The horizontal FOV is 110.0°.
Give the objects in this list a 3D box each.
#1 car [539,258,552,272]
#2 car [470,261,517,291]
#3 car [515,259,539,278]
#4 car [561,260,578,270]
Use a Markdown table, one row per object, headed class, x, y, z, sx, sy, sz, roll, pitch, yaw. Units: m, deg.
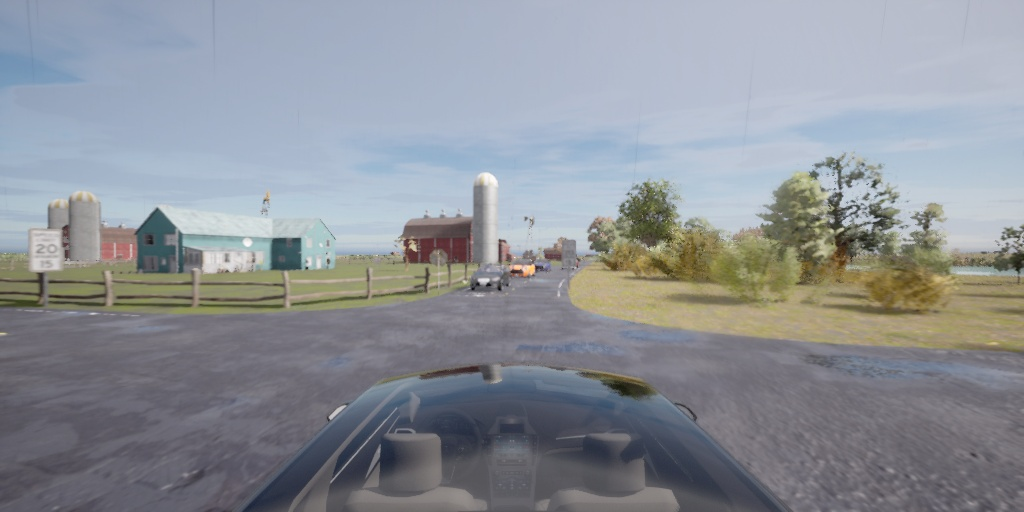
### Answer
| class | x | y | z | sx | sy | sz | roll | pitch | yaw |
| --- | --- | --- | --- | --- | --- | --- | --- | --- | --- |
| car | 3.897 | 1.139 | 46.809 | 2.097 | 1.767 | 4.553 | 0 | 0 | 14 |
| car | -1.228 | 1.249 | 22.097 | 2.128 | 1.511 | 4.902 | 0 | 0 | 8 |
| car | 0.887 | 1.121 | 33.893 | 2.097 | 1.767 | 4.553 | 0 | 0 | 13 |
| car | 8.337 | 1.337 | 53.254 | 1.812 | 1.442 | 4.674 | 0 | 0 | 13 |
